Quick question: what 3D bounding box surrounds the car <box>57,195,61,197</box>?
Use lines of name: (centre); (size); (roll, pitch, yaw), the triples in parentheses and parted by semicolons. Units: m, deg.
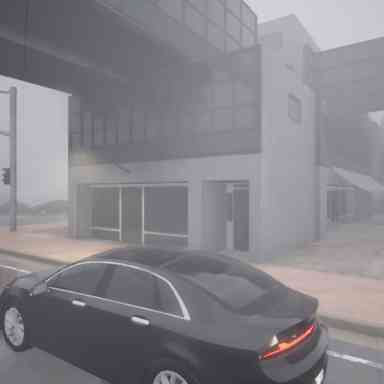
car: (-29.458, 1.364, 72.184); (3.905, 1.438, 1.784); (0, 0, 35)

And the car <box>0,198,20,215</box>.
car: (-18.329, 1.564, 33.134); (1.994, 1.385, 4.181); (0, 0, 36)

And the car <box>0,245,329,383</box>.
car: (-0.773, 1.505, 4.544); (4.892, 1.490, 1.837); (0, 0, 36)

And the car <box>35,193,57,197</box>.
car: (-31.186, 1.153, 69.859); (4.605, 1.855, 1.932); (0, 0, 35)

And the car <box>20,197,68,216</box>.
car: (-13.952, 1.505, 33.186); (1.837, 1.490, 4.892); (0, 0, 36)
